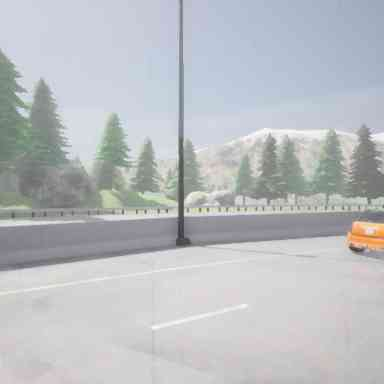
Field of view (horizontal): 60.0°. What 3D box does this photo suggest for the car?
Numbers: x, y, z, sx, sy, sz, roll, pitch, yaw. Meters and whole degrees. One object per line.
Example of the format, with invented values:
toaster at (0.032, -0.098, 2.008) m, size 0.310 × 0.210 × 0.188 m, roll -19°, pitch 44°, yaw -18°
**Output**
car at (7.976, 1.366, 12.179) m, size 4.553 × 1.767 × 2.097 m, roll 0°, pitch 0°, yaw -24°
